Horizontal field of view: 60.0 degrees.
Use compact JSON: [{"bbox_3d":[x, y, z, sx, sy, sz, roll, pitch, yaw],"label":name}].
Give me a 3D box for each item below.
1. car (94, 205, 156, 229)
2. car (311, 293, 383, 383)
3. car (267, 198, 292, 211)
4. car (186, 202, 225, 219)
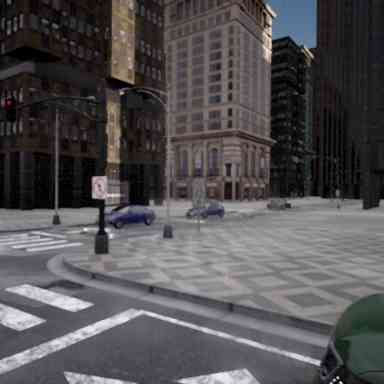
[{"bbox_3d":[-4.372,1.589,22.490,1.812,1.442,4.674,1,0,34],"label":"car"},{"bbox_3d":[3.368,1.226,1.286,5.566,2.045,2.150,0,0,35],"label":"car"},{"bbox_3d":[12.046,1.578,45.649,2.097,1.767,4.553,1,0,36],"label":"car"},{"bbox_3d":[1.354,1.651,30.600,1.812,1.442,4.674,1,0,35],"label":"car"}]
